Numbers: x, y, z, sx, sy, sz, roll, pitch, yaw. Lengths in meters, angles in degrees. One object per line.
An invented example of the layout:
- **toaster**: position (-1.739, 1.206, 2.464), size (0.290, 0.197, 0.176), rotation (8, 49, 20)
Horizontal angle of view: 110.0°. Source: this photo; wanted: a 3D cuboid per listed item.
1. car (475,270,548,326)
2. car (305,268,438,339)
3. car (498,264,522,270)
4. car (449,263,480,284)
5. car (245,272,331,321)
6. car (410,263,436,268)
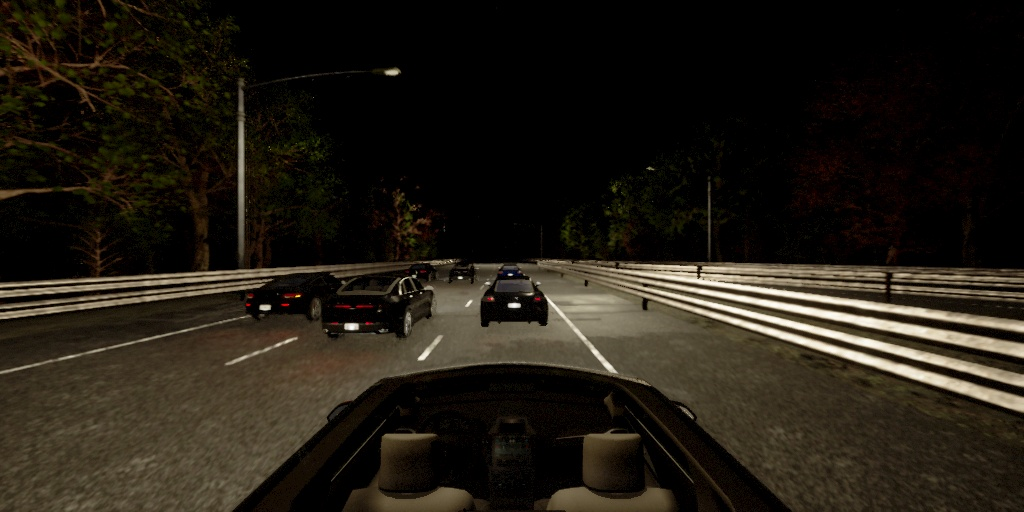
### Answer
- **car**: position (0.051, 1.317, 11.763), size (1.994, 1.385, 4.181), rotation (0, 0, 0)
- **car**: position (-3.436, 1.258, 10.072), size (1.837, 1.490, 4.892), rotation (0, 0, 0)
- **car**: position (-0.148, 1.330, 27.994), size (1.994, 1.385, 4.181), rotation (0, 0, -1)
- **car**: position (-3.638, 1.271, 27.429), size (1.837, 1.490, 4.892), rotation (0, 0, -1)
- **car**: position (-6.952, 1.282, 12.384), size (1.812, 1.442, 4.674), rotation (0, 0, 0)
- **car**: position (-7.155, 1.295, 28.472), size (1.812, 1.442, 4.674), rotation (0, 0, -1)
